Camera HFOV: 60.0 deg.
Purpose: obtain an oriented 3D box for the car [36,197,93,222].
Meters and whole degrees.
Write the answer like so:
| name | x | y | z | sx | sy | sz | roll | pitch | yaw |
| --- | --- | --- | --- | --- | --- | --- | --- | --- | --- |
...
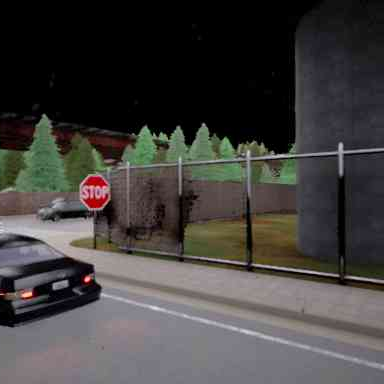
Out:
| name | x | y | z | sx | sy | sz | roll | pitch | yaw |
| --- | --- | --- | --- | --- | --- | --- | --- | --- | --- |
| car | -10.915 | 1.567 | 28.591 | 2.097 | 1.767 | 4.553 | -1 | 0 | 36 |

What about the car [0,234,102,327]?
| name | x | y | z | sx | sy | sz | roll | pitch | yaw |
| --- | --- | --- | --- | --- | --- | --- | --- | --- | --- |
| car | -4.220 | 1.610 | 6.977 | 5.357 | 1.411 | 2.033 | -1 | 0 | 36 |
